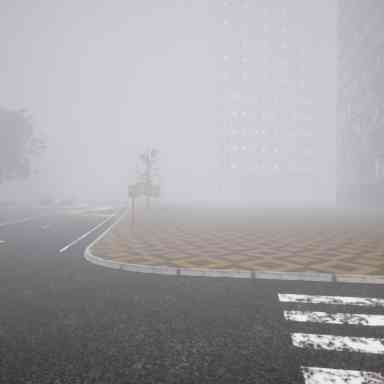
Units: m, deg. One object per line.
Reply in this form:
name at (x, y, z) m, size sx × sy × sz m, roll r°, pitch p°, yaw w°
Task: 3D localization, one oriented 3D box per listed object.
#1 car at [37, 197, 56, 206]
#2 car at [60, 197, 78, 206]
car at (-22.187, 1.421, 50.983) m, size 1.994 × 1.385 × 4.181 m, roll 0°, pitch 0°, yaw -10°
car at (-18.987, 1.447, 51.555) m, size 1.994 × 1.385 × 4.181 m, roll 0°, pitch 0°, yaw -10°
